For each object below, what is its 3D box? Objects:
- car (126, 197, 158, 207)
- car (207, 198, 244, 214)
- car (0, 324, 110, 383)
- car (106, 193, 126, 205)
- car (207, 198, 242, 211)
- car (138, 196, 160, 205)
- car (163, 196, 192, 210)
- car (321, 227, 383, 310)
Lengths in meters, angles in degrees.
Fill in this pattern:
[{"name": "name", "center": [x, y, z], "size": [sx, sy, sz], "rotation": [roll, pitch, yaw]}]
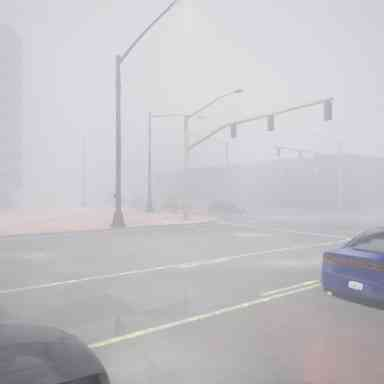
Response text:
[{"name": "car", "center": [-7.980, 1.504, 52.616], "size": [2.128, 1.511, 4.902], "rotation": [0, 0, -35]}, {"name": "car", "center": [3.599, 1.505, 36.373], "size": [2.128, 1.511, 4.902], "rotation": [0, 0, -35]}, {"name": "car", "center": [-2.850, 1.504, 1.721], "size": [4.892, 1.490, 1.837], "rotation": [0, 0, -35]}, {"name": "car", "center": [-13.989, 1.234, 61.124], "size": [2.150, 2.045, 5.566], "rotation": [0, 0, -37]}, {"name": "car", "center": [4.021, 1.541, 42.046], "size": [1.812, 1.442, 4.674], "rotation": [0, 0, -35]}, {"name": "car", "center": [-7.665, 1.541, 58.529], "size": [1.812, 1.442, 4.674], "rotation": [0, 0, -35]}, {"name": "car", "center": [-1.995, 1.365, 44.213], "size": [2.097, 1.767, 4.553], "rotation": [0, 0, -35]}, {"name": "car", "center": [4.883, 1.482, 7.228], "size": [5.008, 1.535, 1.882], "rotation": [0, 0, -35]}]
